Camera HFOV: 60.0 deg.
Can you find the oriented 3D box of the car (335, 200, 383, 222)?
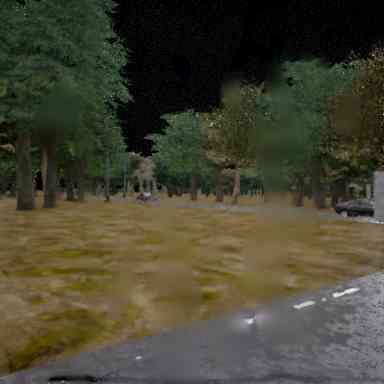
[{"bbox_3d":[14.312,1.431,27.300,1.837,1.490,4.892,0,1,-41],"label":"car"}]

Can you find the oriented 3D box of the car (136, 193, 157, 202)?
[{"bbox_3d":[-7.476,0.832,54.073,1.812,1.442,4.674,0,1,-36],"label":"car"}]
